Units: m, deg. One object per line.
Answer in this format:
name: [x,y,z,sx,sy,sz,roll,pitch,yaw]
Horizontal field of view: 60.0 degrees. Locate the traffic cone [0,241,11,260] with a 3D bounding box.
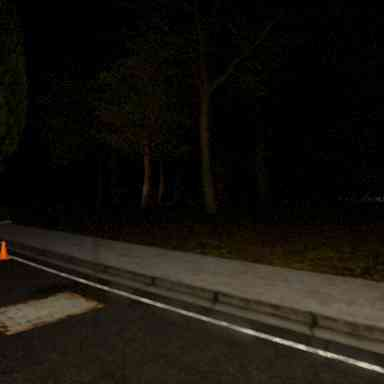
traffic cone: [-6.499,2.012,11.532,0.340,0.580,0.340,0,0,40]
